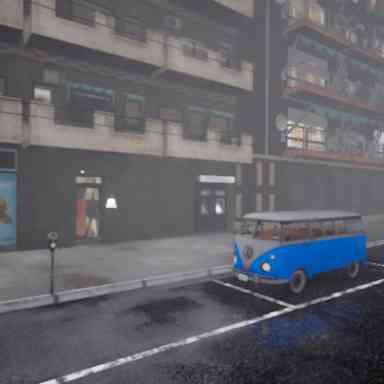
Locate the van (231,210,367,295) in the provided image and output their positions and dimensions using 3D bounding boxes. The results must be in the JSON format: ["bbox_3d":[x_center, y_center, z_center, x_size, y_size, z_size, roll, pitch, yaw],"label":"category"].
[{"bbox_3d":[2.845,1.380,8.582,3.998,1.788,1.690,0,0,-35],"label":"van"}]
